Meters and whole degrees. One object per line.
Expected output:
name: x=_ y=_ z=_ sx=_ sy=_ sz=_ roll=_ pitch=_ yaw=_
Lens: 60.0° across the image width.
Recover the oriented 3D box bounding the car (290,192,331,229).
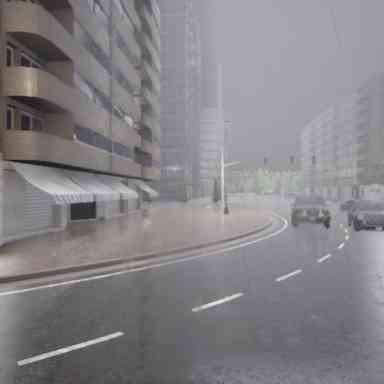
car: x=7.830 y=1.205 z=22.114 sx=2.150 sy=2.045 sz=5.566 roll=0 pitch=0 yaw=16

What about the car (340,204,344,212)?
car: x=17.222 y=1.498 z=35.060 sx=1.812 sy=1.442 sz=4.674 roll=0 pitch=0 yaw=5

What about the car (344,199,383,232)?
car: x=10.530 y=1.336 z=19.568 sx=2.097 sy=1.767 sz=4.553 roll=0 pitch=0 yaw=19
